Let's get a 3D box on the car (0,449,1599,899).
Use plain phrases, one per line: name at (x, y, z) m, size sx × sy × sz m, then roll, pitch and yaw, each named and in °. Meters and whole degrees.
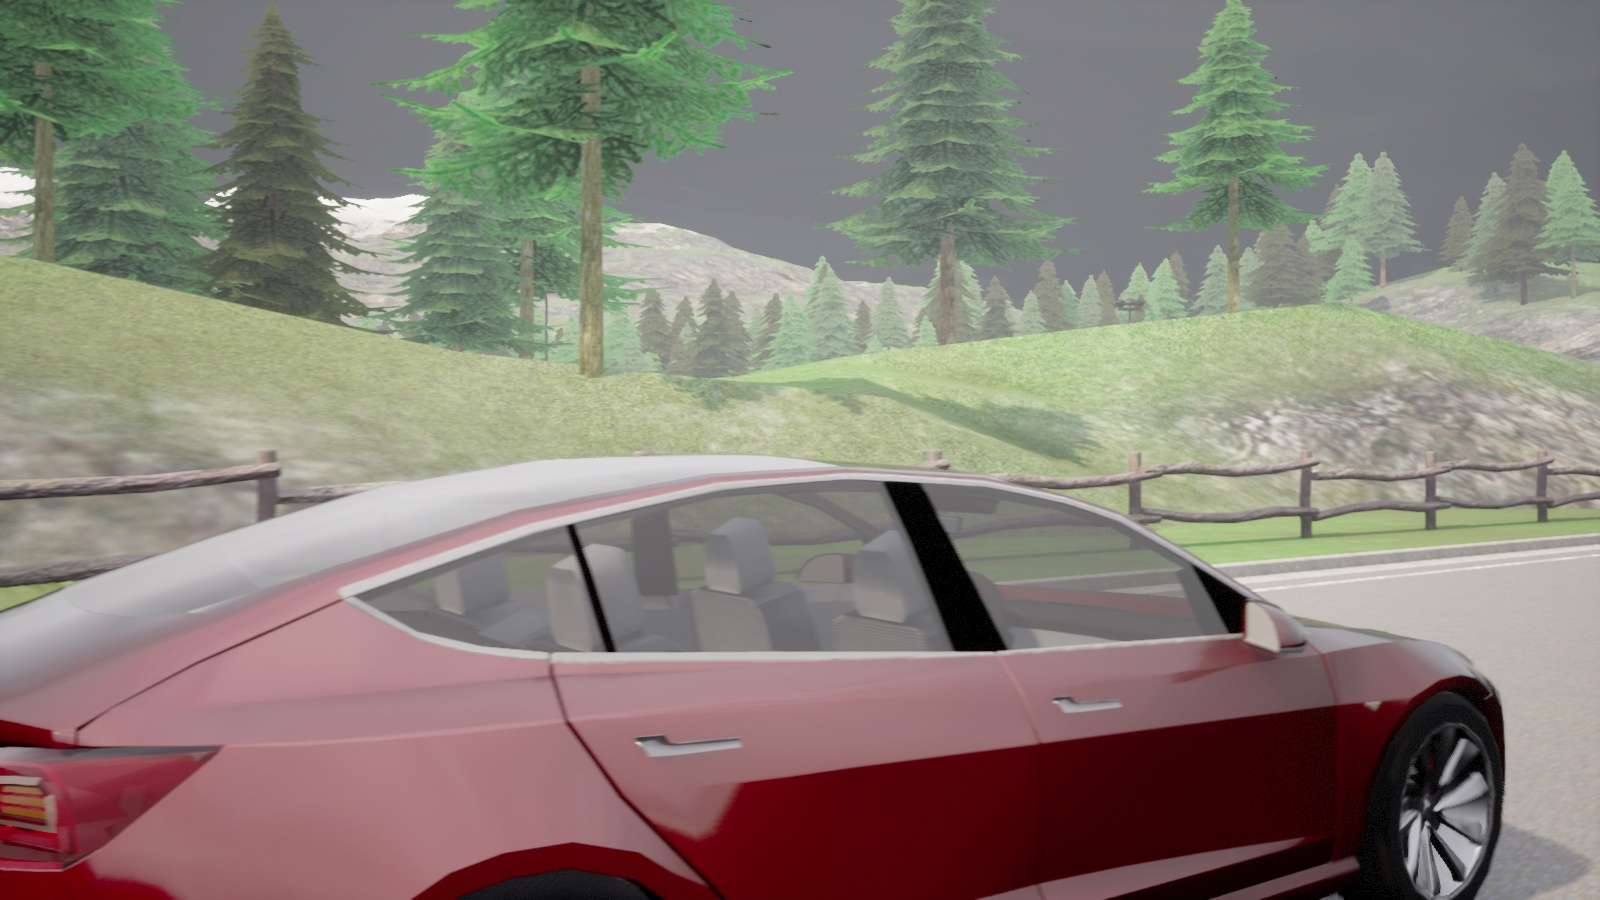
car at (0.165, 0.749, 3.774) m, size 4.792 × 1.488 × 2.163 m, roll 0°, pitch 0°, yaw -35°
